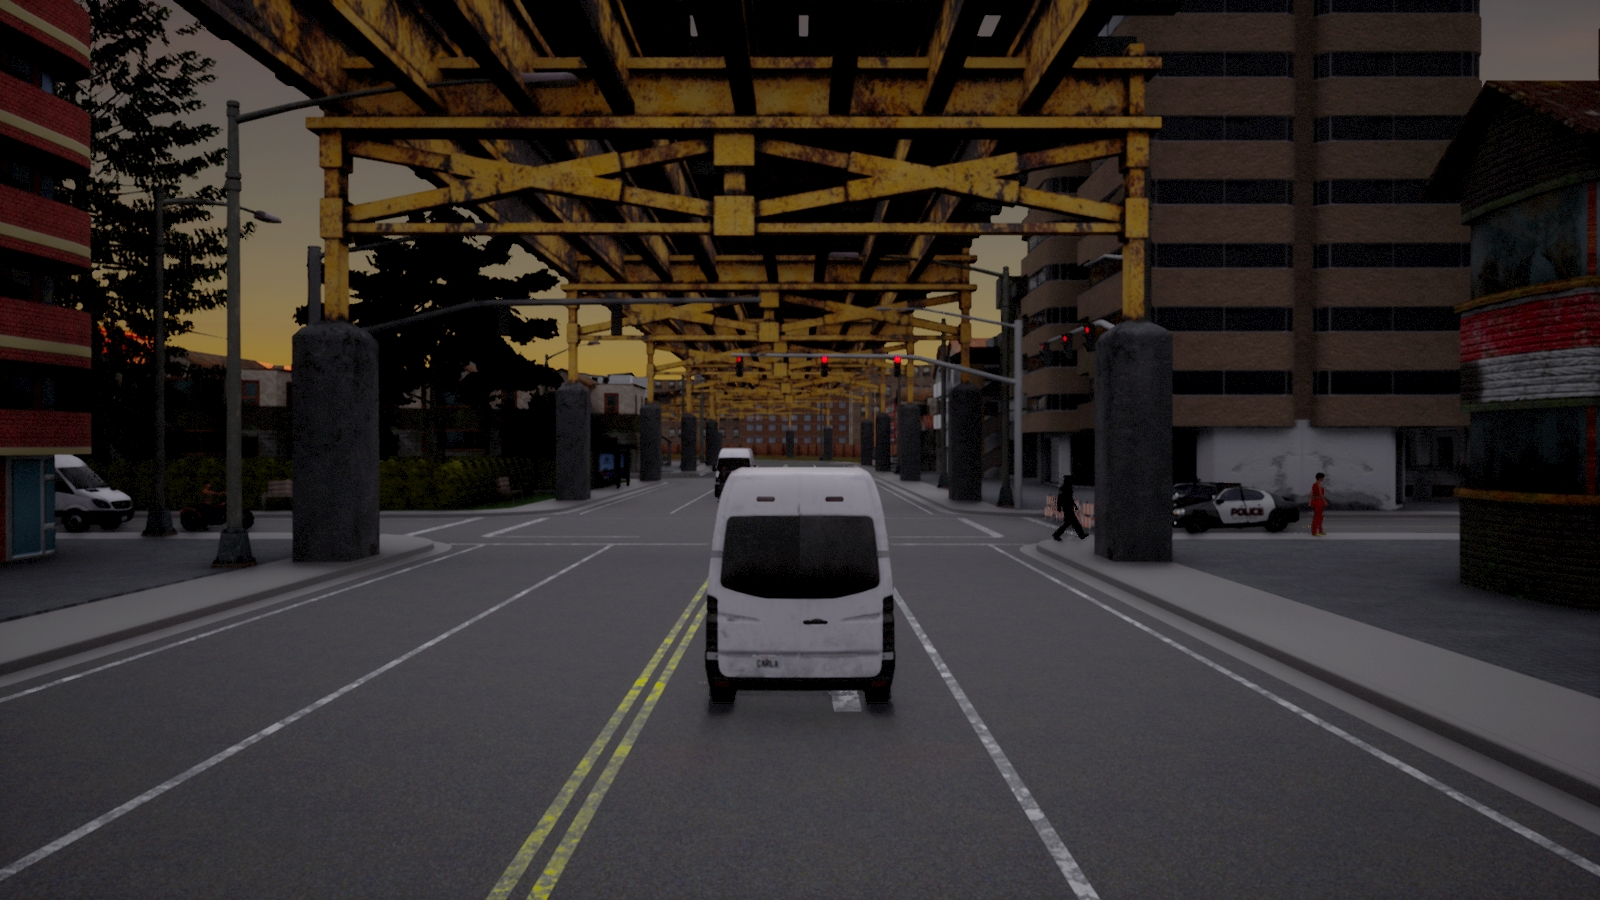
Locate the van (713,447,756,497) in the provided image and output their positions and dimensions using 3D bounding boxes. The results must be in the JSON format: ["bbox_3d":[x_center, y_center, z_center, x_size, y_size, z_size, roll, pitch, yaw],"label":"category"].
[{"bbox_3d":[-3.489,1.146,62.082,1.988,2.561,5.915,0,0,0],"label":"van"}]

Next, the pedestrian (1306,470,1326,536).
[{"bbox_3d":[14.633,1.492,32.410,0.375,1.860,0.375,0,0,-3],"label":"pedestrian"}]

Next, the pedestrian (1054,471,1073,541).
[{"bbox_3d":[7.081,1.500,30.664,0.375,1.860,0.375,0,0,37],"label":"pedestrian"}]

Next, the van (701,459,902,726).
[{"bbox_3d":[0.011,1.439,14.275,1.988,2.561,5.915,0,0,0],"label":"van"}]

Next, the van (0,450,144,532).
[{"bbox_3d":[-24.743,1.300,36.938,5.915,2.561,1.988,0,0,0],"label":"van"}]

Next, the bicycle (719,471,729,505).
[{"bbox_3d":[-3.489,1.719,52.292,0.329,1.496,1.835,0,0,1],"label":"bicycle"}]

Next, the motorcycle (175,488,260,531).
[{"bbox_3d":[-18.811,1.908,36.915,2.356,1.332,0.764,0,0,0],"label":"motorcycle"}]
